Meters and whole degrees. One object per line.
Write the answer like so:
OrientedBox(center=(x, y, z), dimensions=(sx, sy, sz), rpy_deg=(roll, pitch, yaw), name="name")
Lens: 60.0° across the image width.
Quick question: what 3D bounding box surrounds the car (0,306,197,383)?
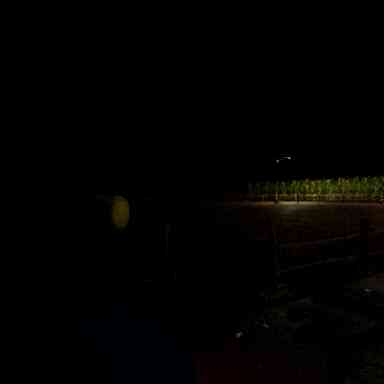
OrientedBox(center=(-2.244, 1.483, 1.449), dimensions=(5.008, 1.535, 1.882), rpy_deg=(0, 0, -35), name="car")
